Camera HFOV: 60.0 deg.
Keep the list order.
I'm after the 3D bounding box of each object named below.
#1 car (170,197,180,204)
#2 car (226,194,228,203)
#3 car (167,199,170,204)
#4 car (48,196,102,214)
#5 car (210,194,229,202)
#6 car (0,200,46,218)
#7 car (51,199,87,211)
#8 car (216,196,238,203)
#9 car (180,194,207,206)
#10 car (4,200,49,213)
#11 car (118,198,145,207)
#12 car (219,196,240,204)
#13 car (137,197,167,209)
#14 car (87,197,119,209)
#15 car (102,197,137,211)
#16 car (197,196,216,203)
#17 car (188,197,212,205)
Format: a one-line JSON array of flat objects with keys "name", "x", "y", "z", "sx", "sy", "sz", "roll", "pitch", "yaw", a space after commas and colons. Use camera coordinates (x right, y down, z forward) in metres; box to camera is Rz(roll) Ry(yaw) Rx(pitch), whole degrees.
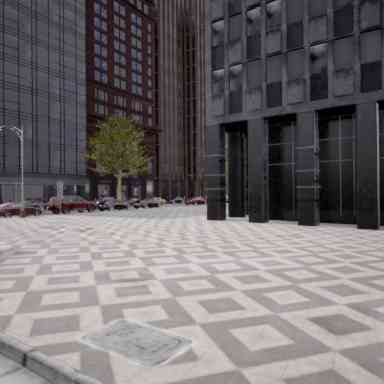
[{"name": "car", "x": -3.192, "y": 1.573, "z": 61.980, "sx": 1.947, "sy": 1.339, "sz": 4.313, "roll": -1, "pitch": 0, "yaw": 35}, {"name": "car", "x": 3.826, "y": 1.222, "z": 57.145, "sx": 2.192, "sy": 1.841, "sz": 5.009, "roll": -1, "pitch": 0, "yaw": 35}, {"name": "car", "x": -6.484, "y": 1.544, "z": 57.192, "sx": 1.752, "sy": 1.417, "sz": 4.829, "roll": -1, "pitch": 0, "yaw": 35}, {"name": "car", "x": -12.149, "y": 1.289, "z": 33.914, "sx": 2.192, "sy": 1.841, "sz": 5.009, "roll": -1, "pitch": 0, "yaw": 35}, {"name": "car", "x": 6.392, "y": 1.295, "z": 75.922, "sx": 2.192, "sy": 1.841, "sz": 5.009, "roll": -1, "pitch": 0, "yaw": 35}, {"name": "car", "x": -15.342, "y": 1.575, "z": 29.267, "sx": 1.802, "sy": 1.307, "sz": 4.206, "roll": -1, "pitch": 0, "yaw": 35}, {"name": "car", "x": -15.974, "y": 1.641, "z": 43.393, "sx": 1.802, "sy": 1.307, "sz": 4.206, "roll": -1, "pitch": 0, "yaw": 35}, {"name": "car", "x": 7.139, "y": 1.469, "z": 66.496, "sx": 2.033, "sy": 1.411, "sz": 5.357, "roll": -1, "pitch": 0, "yaw": 35}, {"name": "car", "x": 0.632, "y": 1.462, "z": 52.498, "sx": 1.887, "sy": 1.381, "sz": 4.507, "roll": -1, "pitch": 0, "yaw": 35}, {"name": "car", "x": -19.169, "y": 1.641, "z": 38.746, "sx": 1.947, "sy": 1.339, "sz": 4.313, "roll": -1, "pitch": 0, "yaw": 35}, {"name": "car", "x": -9.583, "y": 1.612, "z": 52.686, "sx": 1.802, "sy": 1.307, "sz": 4.206, "roll": -1, "pitch": 0, "yaw": 35}, {"name": "car", "x": 7.023, "y": 1.463, "z": 61.790, "sx": 1.947, "sy": 1.339, "sz": 4.313, "roll": -1, "pitch": 0, "yaw": 35}, {"name": "car", "x": -5.757, "y": 1.508, "z": 43.205, "sx": 1.947, "sy": 1.339, "sz": 4.313, "roll": -1, "pitch": 0, "yaw": 35}, {"name": "car", "x": -12.780, "y": 1.483, "z": 48.039, "sx": 1.967, "sy": 1.590, "sz": 4.097, "roll": -1, "pitch": 0, "yaw": 35}, {"name": "car", "x": -8.952, "y": 1.524, "z": 38.559, "sx": 1.947, "sy": 1.339, "sz": 4.313, "roll": -1, "pitch": 0, "yaw": 35}, {"name": "car", "x": 3.199, "y": 1.534, "z": 71.274, "sx": 1.887, "sy": 1.381, "sz": 4.507, "roll": -1, "pitch": 0, "yaw": 35}, {"name": "car", "x": 1.477, "y": 1.539, "z": 58.265, "sx": 1.895, "sy": 1.301, "sz": 4.718, "roll": -1, "pitch": 0, "yaw": 34}]
